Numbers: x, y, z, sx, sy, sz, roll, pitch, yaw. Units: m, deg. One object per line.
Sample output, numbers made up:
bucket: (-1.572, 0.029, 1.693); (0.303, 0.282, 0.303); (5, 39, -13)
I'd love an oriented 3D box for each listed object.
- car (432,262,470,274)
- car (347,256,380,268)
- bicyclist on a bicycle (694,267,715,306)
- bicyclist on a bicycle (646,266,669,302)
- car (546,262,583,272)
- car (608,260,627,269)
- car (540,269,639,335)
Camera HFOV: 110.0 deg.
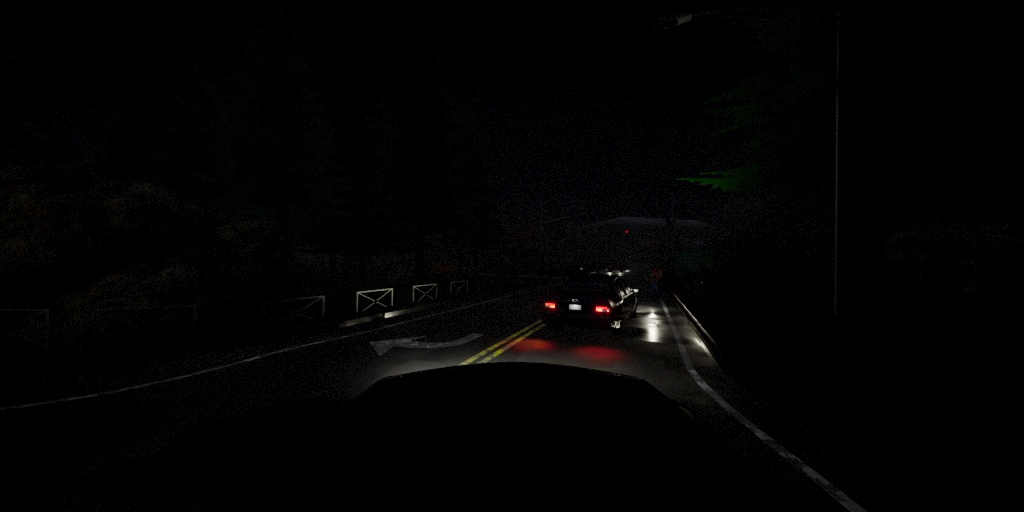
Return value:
car: (-7.847, 1.511, 46.206); (5.008, 1.535, 1.882); (0, -1, 21)
car: (-21.702, 1.072, 51.717); (5.566, 2.045, 2.150); (1, -1, 24)
bicyclist on a bicycle: (8.138, 1.296, 15.106); (1.656, 1.620, 0.582); (1, 0, -33)
bicyclist on a bicycle: (6.718, 1.283, 16.514); (1.656, 1.620, 0.582); (1, 0, -30)
car: (6.199, 1.531, 41.480); (4.553, 1.767, 2.097); (-1, -1, 11)
car: (17.400, 1.659, 59.749); (2.150, 2.045, 5.566); (1, -1, 21)
car: (2.482, 1.244, 10.382); (2.033, 1.411, 5.357); (1, -1, 25)
